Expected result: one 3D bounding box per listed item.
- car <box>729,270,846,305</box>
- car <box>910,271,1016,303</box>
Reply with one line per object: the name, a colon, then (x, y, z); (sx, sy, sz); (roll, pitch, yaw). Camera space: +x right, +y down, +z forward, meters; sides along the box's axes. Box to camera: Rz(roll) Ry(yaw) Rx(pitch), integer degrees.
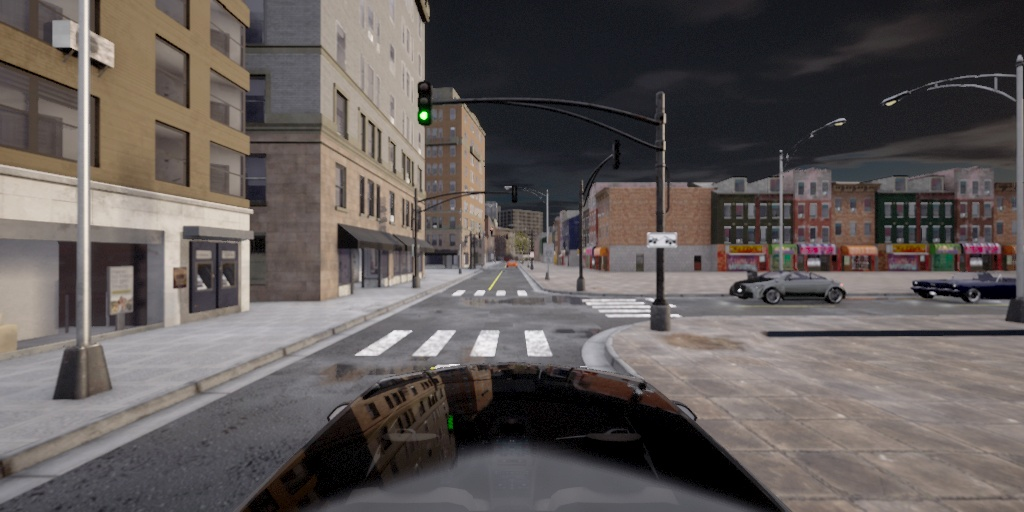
car: (12.023, 1.323, 15.807); (4.181, 1.385, 1.994); (0, 0, 0)
car: (20.809, 1.328, 15.865); (4.718, 1.301, 1.895); (0, 0, 0)
